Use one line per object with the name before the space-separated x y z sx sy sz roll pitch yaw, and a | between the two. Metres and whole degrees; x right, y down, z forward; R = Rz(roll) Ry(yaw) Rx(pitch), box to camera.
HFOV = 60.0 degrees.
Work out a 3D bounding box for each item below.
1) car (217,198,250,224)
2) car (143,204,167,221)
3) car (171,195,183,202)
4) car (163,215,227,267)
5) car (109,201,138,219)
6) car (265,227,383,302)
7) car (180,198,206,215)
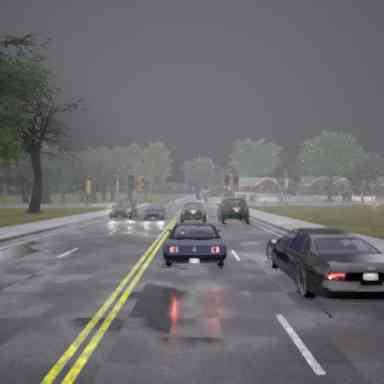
car | 3.353 1.507 27.552 2.150 2.045 5.566 0 -1 0
car | -3.336 1.869 31.108 2.033 1.411 5.357 0 -1 0
car | -3.213 1.580 71.788 2.150 2.045 5.566 0 -1 0
car | 0.088 1.724 11.847 1.895 1.301 4.718 0 -1 0
car | -6.581 1.686 32.419 2.097 1.767 4.553 0 0 0
car | 3.321 1.639 8.663 2.033 1.411 5.357 0 -1 0
car | 0.099 1.643 28.069 2.097 1.767 4.553 0 -1 0
